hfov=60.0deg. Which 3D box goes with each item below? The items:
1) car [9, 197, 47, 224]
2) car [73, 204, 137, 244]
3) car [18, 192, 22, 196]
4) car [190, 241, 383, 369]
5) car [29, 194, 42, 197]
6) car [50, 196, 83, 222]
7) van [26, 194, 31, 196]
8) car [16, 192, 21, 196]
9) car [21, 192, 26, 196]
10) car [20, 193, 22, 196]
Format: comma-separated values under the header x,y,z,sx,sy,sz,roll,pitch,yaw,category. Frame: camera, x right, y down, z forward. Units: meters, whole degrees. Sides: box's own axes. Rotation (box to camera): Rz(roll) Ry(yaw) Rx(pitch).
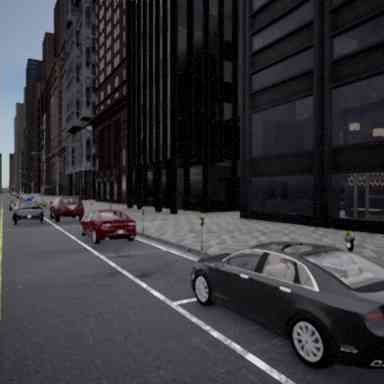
x,y,z,sx,sy,sz,roll,pitch,yaw,category
-11.827,1.393,23.875,2.128,1.511,4.902,0,0,-29,car
-4.005,1.475,15.504,1.887,1.381,4.507,0,0,-29,car
-34.533,1.298,69.466,2.008,1.369,4.403,0,0,-29,car
1.545,1.522,5.693,2.008,1.369,4.403,0,0,-29,car
-20.741,1.349,45.086,1.752,1.417,4.829,0,0,-29,car
-9.557,1.207,25.314,2.192,1.841,5.009,0,0,-29,car
-23.433,1.150,49.842,1.690,1.788,3.998,0,0,-29,van
-40.083,1.157,79.277,1.967,1.590,4.097,0,0,-29,car
-28.983,1.218,59.654,1.967,1.590,4.097,0,0,-29,car
-31.841,1.288,64.708,1.752,1.417,4.829,0,0,-29,car
